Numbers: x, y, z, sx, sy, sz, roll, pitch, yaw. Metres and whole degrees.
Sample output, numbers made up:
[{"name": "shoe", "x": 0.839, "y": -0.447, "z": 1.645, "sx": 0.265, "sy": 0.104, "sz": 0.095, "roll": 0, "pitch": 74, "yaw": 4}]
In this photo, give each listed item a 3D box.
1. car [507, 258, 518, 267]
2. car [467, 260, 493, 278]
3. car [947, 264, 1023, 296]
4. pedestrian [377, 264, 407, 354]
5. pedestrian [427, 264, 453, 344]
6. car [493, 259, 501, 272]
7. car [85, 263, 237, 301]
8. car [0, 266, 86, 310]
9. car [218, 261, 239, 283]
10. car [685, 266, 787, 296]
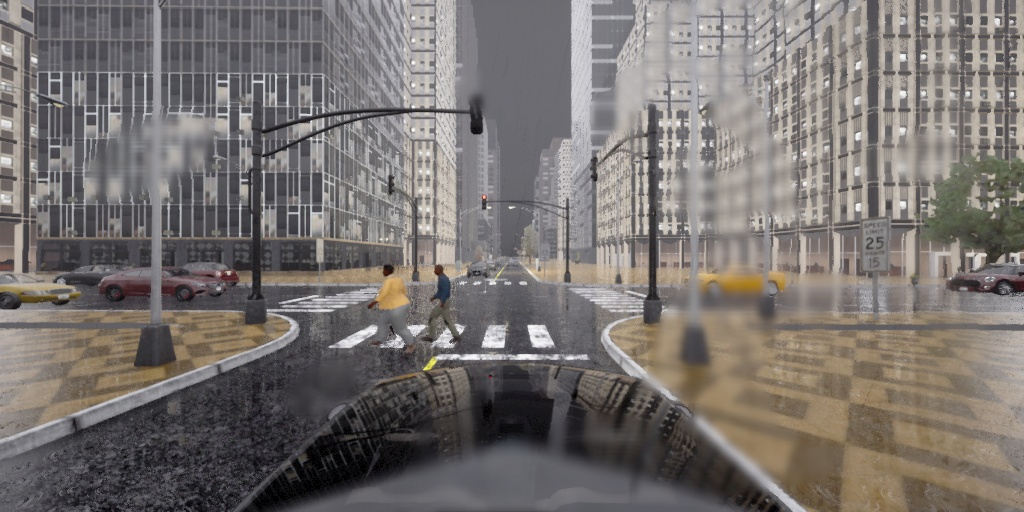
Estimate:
[{"name": "car", "x": 0.102, "y": 1.287, "z": 63.554, "sx": 2.033, "sy": 1.411, "sz": 5.357, "roll": 0, "pitch": 0, "yaw": 0}, {"name": "car", "x": -3.043, "y": 1.252, "z": 33.505, "sx": 1.837, "sy": 1.490, "sz": 4.892, "roll": 0, "pitch": 0, "yaw": 0}, {"name": "car", "x": 27.097, "y": 1.235, "z": 19.747, "sx": 4.553, "sy": 1.767, "sz": 2.097, "roll": 0, "pitch": 0, "yaw": -1}, {"name": "pedestrian", "x": -2.463, "y": 1.044, "z": 7.377, "sx": 0.375, "sy": 1.860, "sz": 0.375, "roll": 0, "pitch": 0, "yaw": 0}, {"name": "pedestrian", "x": -1.617, "y": 1.041, "z": 8.094, "sx": 0.375, "sy": 1.860, "sz": 0.375, "roll": 0, "pitch": 0, "yaw": 0}, {"name": "car", "x": -3.014, "y": 1.235, "z": 47.342, "sx": 2.128, "sy": 1.511, "sz": 4.902, "roll": 0, "pitch": 0, "yaw": 0}, {"name": "car", "x": -15.383, "y": 1.196, "z": 15.930, "sx": 4.674, "sy": 1.442, "sz": 1.812, "roll": 0, "pitch": 0, "yaw": -2}, {"name": "car", "x": -18.880, "y": 1.165, "z": 13.152, "sx": 4.829, "sy": 1.417, "sz": 1.751, "roll": 0, "pitch": 0, "yaw": -1}, {"name": "car", "x": -19.177, "y": 1.111, "z": 21.789, "sx": 4.097, "sy": 1.591, "sz": 1.967, "roll": 0, "pitch": 0, "yaw": -1}, {"name": "car", "x": 12.083, "y": 1.296, "z": 19.523, "sx": 5.008, "sy": 1.535, "sz": 1.882, "roll": 0, "pitch": 0, "yaw": -2}]
